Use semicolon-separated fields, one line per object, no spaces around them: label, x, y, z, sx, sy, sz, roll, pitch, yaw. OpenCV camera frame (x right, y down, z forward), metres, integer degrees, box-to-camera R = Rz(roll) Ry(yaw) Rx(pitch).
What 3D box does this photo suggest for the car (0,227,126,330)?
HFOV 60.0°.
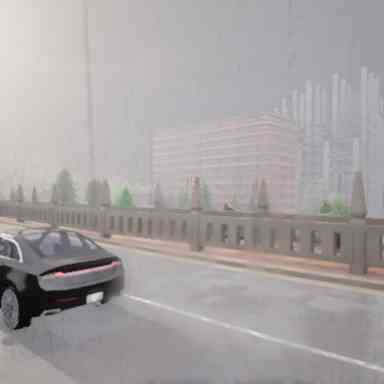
car;-3.431;1.502;6.991;4.902;1.511;2.128;0;0;40
